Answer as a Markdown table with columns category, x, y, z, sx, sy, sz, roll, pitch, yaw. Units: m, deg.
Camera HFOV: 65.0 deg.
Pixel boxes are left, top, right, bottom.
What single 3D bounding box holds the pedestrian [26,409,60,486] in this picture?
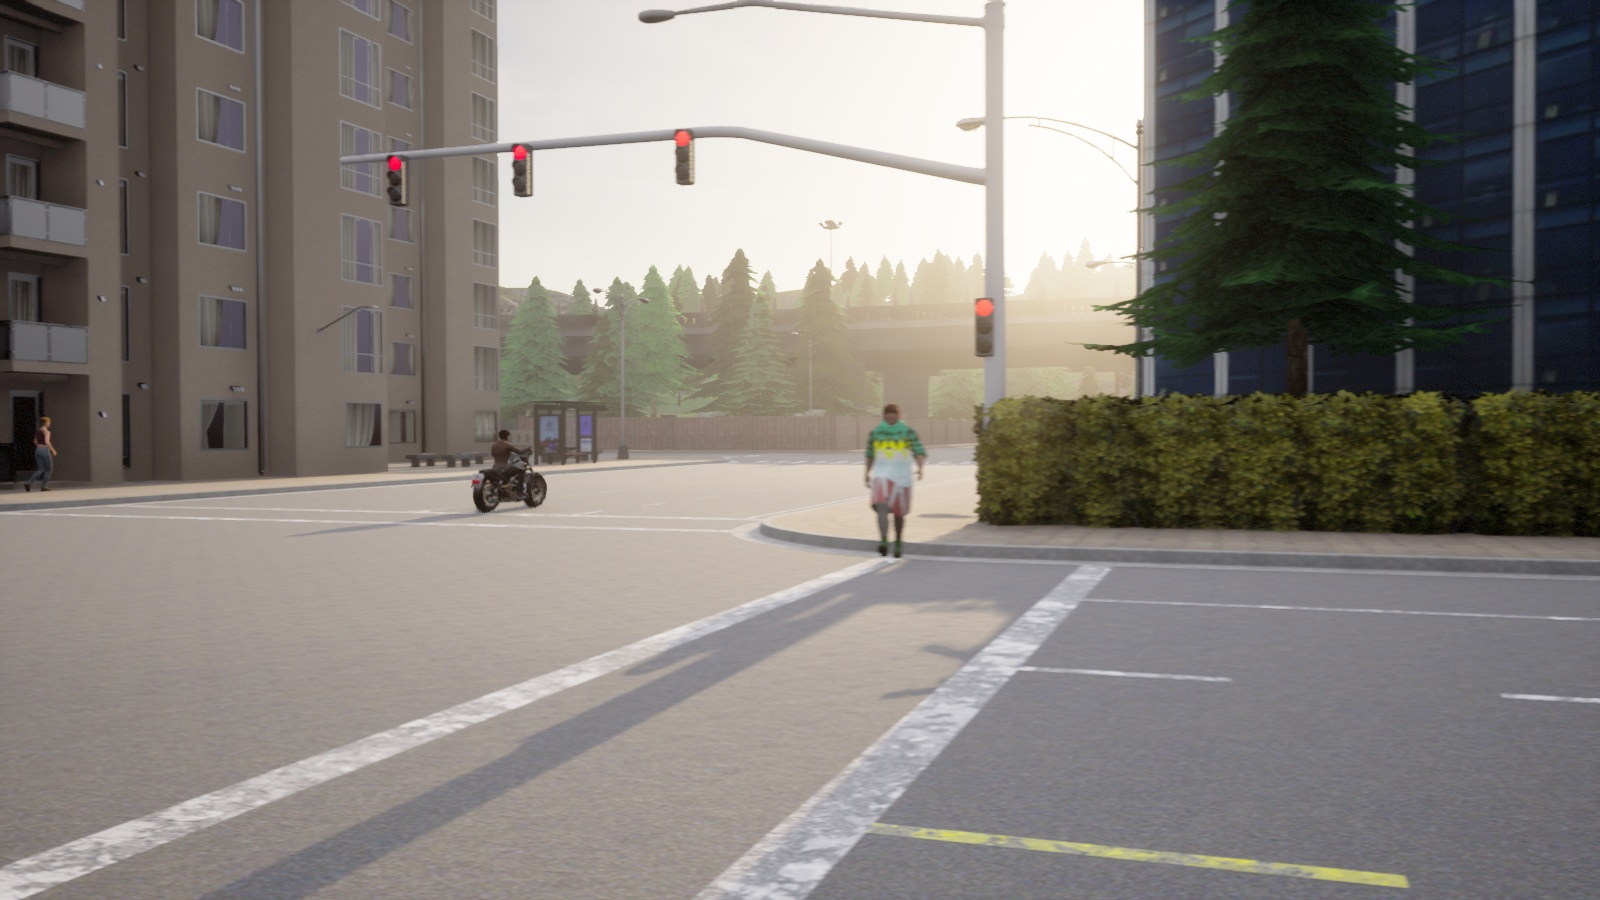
| category | x | y | z | sx | sy | sz | roll | pitch | yaw |
| --- | --- | --- | --- | --- | --- | --- | --- | --- | --- |
| pedestrian | -18.177 | -0.066 | 30.147 | 0.345 | 1.836 | 0.594 | 1 | 1 | 26 |

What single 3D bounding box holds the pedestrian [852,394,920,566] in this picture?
| category | x | y | z | sx | sy | sz | roll | pitch | yaw |
| --- | --- | --- | --- | --- | --- | --- | --- | --- | --- |
| pedestrian | 1.021 | 0.333 | 14.706 | 0.659 | 1.952 | 0.873 | 0 | 1 | 13 |

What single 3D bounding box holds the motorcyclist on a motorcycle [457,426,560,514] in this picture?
| category | x | y | z | sx | sy | sz | roll | pitch | yaw |
| --- | --- | --- | --- | --- | --- | --- | --- | --- | --- |
| motorcyclist on a motorcycle | -5.725 | 0.358 | 24.829 | 0.766 | 1.649 | 2.350 | 0 | 1 | 21 |
